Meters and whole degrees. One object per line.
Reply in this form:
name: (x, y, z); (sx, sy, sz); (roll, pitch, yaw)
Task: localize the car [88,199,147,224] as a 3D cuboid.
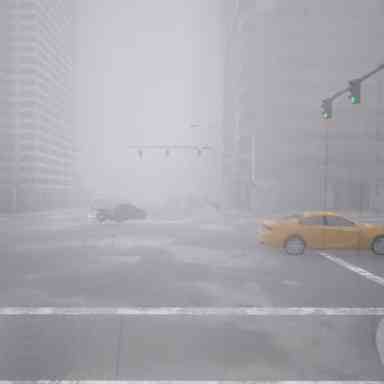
car: (-5.261, 1.526, 24.996); (1.812, 1.442, 4.674); (1, 0, 26)

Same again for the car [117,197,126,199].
car: (-10.620, 1.526, 49.635); (1.812, 1.442, 4.674); (0, 0, 0)

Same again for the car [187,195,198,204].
car: (0.063, 1.352, 63.504); (2.097, 1.767, 4.553); (0, 0, 0)

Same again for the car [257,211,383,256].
car: (5.009, 1.477, 12.495); (5.008, 1.535, 1.882); (0, 0, 0)

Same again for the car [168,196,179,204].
car: (-3.540, 1.491, 63.175); (2.128, 1.511, 4.902); (0, 0, 0)

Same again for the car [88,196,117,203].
car: (-10.624, 1.505, 39.376); (1.837, 1.490, 4.892); (0, 0, 0)
